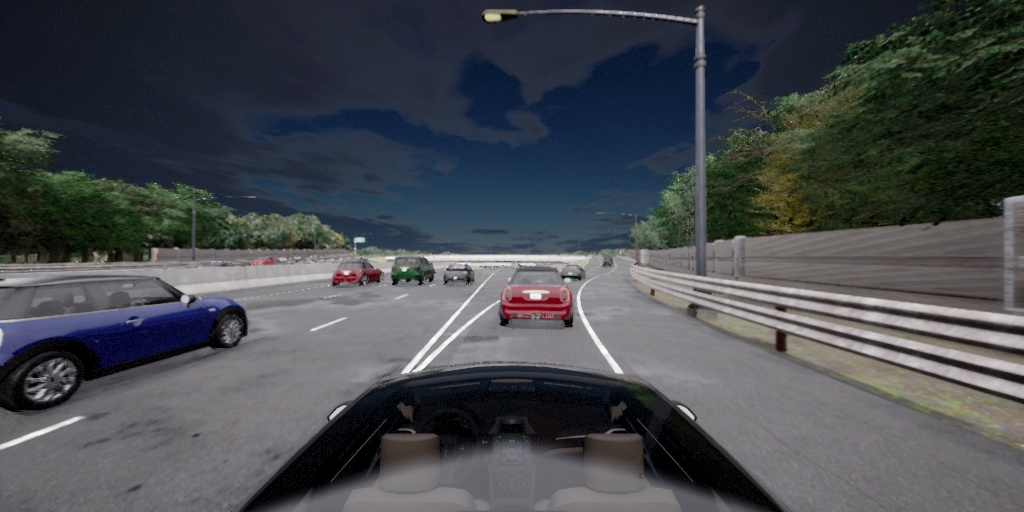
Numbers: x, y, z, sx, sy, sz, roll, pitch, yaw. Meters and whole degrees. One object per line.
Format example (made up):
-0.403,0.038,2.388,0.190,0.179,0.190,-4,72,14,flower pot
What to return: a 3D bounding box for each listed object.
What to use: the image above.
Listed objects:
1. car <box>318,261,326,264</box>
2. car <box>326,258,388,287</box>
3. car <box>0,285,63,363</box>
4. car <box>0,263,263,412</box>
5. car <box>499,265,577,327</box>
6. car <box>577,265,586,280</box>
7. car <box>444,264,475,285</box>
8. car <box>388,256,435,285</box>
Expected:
-25.250,1.550,49.231,1.812,1.442,4.674,0,-1,0,car
-10.755,1.158,25.339,2.097,1.767,4.553,0,0,-1,car
-10.482,1.296,5.480,1.994,1.385,4.181,0,0,-1,car
-6.991,1.097,6.229,2.097,1.767,4.553,0,0,-1,car
0.891,1.129,11.903,2.097,1.767,4.553,0,0,7,car
5.635,1.493,32.910,1.994,1.385,4.181,-1,-1,17,car
-3.874,1.326,26.813,2.128,1.511,4.902,0,0,-1,car
-7.274,1.047,26.765,2.150,2.045,5.566,0,0,-1,car
